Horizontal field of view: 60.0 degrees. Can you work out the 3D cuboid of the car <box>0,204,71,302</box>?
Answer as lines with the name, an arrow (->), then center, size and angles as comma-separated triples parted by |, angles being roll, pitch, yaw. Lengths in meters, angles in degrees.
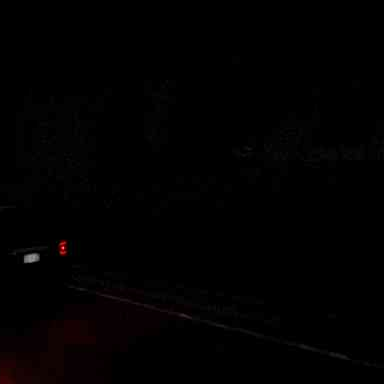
car -> -5.094, 1.303, 7.610 | 5.566, 2.045, 2.150 | 0, 0, 36
